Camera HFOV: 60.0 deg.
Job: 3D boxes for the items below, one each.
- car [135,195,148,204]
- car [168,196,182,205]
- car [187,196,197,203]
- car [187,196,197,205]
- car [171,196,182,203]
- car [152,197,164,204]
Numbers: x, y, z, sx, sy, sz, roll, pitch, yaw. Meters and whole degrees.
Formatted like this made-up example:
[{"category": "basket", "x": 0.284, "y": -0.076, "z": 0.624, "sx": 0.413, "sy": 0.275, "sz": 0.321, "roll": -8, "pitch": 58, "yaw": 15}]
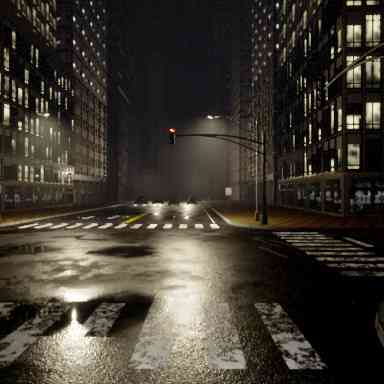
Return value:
[{"category": "car", "x": -9.749, "y": 1.468, "z": 64.274, "sx": 2.097, "sy": 1.767, "sz": 4.553, "roll": 0, "pitch": 0, "yaw": 0}, {"category": "car", "x": -3.249, "y": 1.647, "z": 59.658, "sx": 2.033, "sy": 1.411, "sz": 5.357, "roll": 0, "pitch": 0, "yaw": 0}, {"category": "car", "x": 0.001, "y": 1.583, "z": 70.523, "sx": 1.895, "sy": 1.301, "sz": 4.718, "roll": 0, "pitch": 0, "yaw": 0}, {"category": "car", "x": 0.001, "y": 1.648, "z": 60.075, "sx": 2.033, "sy": 1.411, "sz": 5.357, "roll": 0, "pitch": 0, "yaw": 0}, {"category": "car", "x": -3.249, "y": 1.523, "z": 70.077, "sx": 1.994, "sy": 1.385, "sz": 4.181, "roll": 0, "pitch": 0, "yaw": 0}, {"category": "car", "x": -6.499, "y": 1.680, "z": 64.243, "sx": 1.994, "sy": 1.385, "sz": 4.181, "roll": 0, "pitch": 0, "yaw": 0}]
